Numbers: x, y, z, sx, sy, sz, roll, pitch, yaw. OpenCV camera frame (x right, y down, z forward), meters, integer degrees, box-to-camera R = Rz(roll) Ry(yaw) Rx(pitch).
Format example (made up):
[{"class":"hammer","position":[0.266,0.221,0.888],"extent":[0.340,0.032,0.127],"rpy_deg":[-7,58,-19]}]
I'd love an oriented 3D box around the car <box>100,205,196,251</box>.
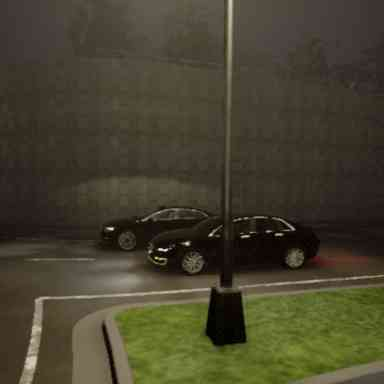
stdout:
[{"class":"car","position":[-0.938,1.275,12.616],"extent":[4.902,1.511,2.128],"rpy_deg":[0,1,-12]}]

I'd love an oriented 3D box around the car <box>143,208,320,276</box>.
[{"class":"car","position":[1.223,1.358,9.535],"extent":[4.892,1.490,1.837],"rpy_deg":[0,1,-15]}]
